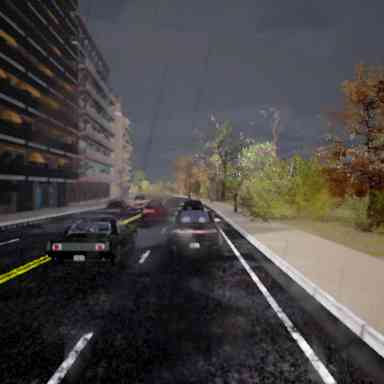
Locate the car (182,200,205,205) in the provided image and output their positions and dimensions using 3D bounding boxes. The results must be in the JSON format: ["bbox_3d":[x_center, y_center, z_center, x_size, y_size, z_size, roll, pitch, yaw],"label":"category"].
[{"bbox_3d":[0.105,1.405,29.750,1.882,1.535,5.008,0,0,0],"label":"car"}]

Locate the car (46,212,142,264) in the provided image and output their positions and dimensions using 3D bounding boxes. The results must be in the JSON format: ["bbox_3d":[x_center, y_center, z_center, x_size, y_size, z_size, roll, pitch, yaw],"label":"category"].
[{"bbox_3d":[-3.162,1.571,11.592,1.895,1.301,4.718,0,0,0],"label":"car"}]

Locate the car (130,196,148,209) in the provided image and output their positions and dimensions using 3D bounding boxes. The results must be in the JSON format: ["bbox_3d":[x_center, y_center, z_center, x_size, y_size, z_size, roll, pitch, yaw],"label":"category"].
[{"bbox_3d":[-6.653,1.249,43.024,2.097,1.767,4.553,0,0,-1],"label":"car"}]

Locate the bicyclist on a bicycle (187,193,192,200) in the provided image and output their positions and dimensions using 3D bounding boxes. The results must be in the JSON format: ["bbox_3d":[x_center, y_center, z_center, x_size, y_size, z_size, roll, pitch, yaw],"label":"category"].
[{"bbox_3d":[-0.401,1.266,76.827,0.582,1.620,1.656,0,0,-4],"label":"bicyclist on a bicycle"}]

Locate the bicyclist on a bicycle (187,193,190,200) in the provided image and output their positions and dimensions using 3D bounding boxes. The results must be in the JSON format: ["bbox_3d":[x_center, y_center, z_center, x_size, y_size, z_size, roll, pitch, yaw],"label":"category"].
[{"bbox_3d":[-1.015,1.158,85.876,0.659,1.776,1.843,0,0,-4],"label":"bicyclist on a bicycle"}]

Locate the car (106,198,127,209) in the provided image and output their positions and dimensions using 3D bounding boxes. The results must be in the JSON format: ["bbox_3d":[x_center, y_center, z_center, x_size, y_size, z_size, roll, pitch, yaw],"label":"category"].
[{"bbox_3d":[-9.908,1.461,43.874,1.994,1.385,4.181,0,0,-1],"label":"car"}]

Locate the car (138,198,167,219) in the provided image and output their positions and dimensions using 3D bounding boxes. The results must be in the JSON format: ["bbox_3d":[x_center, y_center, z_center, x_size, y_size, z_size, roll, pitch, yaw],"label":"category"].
[{"bbox_3d":[-3.148,1.494,28.660,1.994,1.385,4.181,0,0,0],"label":"car"}]

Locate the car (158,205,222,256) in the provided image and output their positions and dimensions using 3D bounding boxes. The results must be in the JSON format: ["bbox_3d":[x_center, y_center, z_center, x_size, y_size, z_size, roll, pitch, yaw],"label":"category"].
[{"bbox_3d":[0.091,1.458,12.875,2.128,1.511,4.902,0,0,0],"label":"car"}]
